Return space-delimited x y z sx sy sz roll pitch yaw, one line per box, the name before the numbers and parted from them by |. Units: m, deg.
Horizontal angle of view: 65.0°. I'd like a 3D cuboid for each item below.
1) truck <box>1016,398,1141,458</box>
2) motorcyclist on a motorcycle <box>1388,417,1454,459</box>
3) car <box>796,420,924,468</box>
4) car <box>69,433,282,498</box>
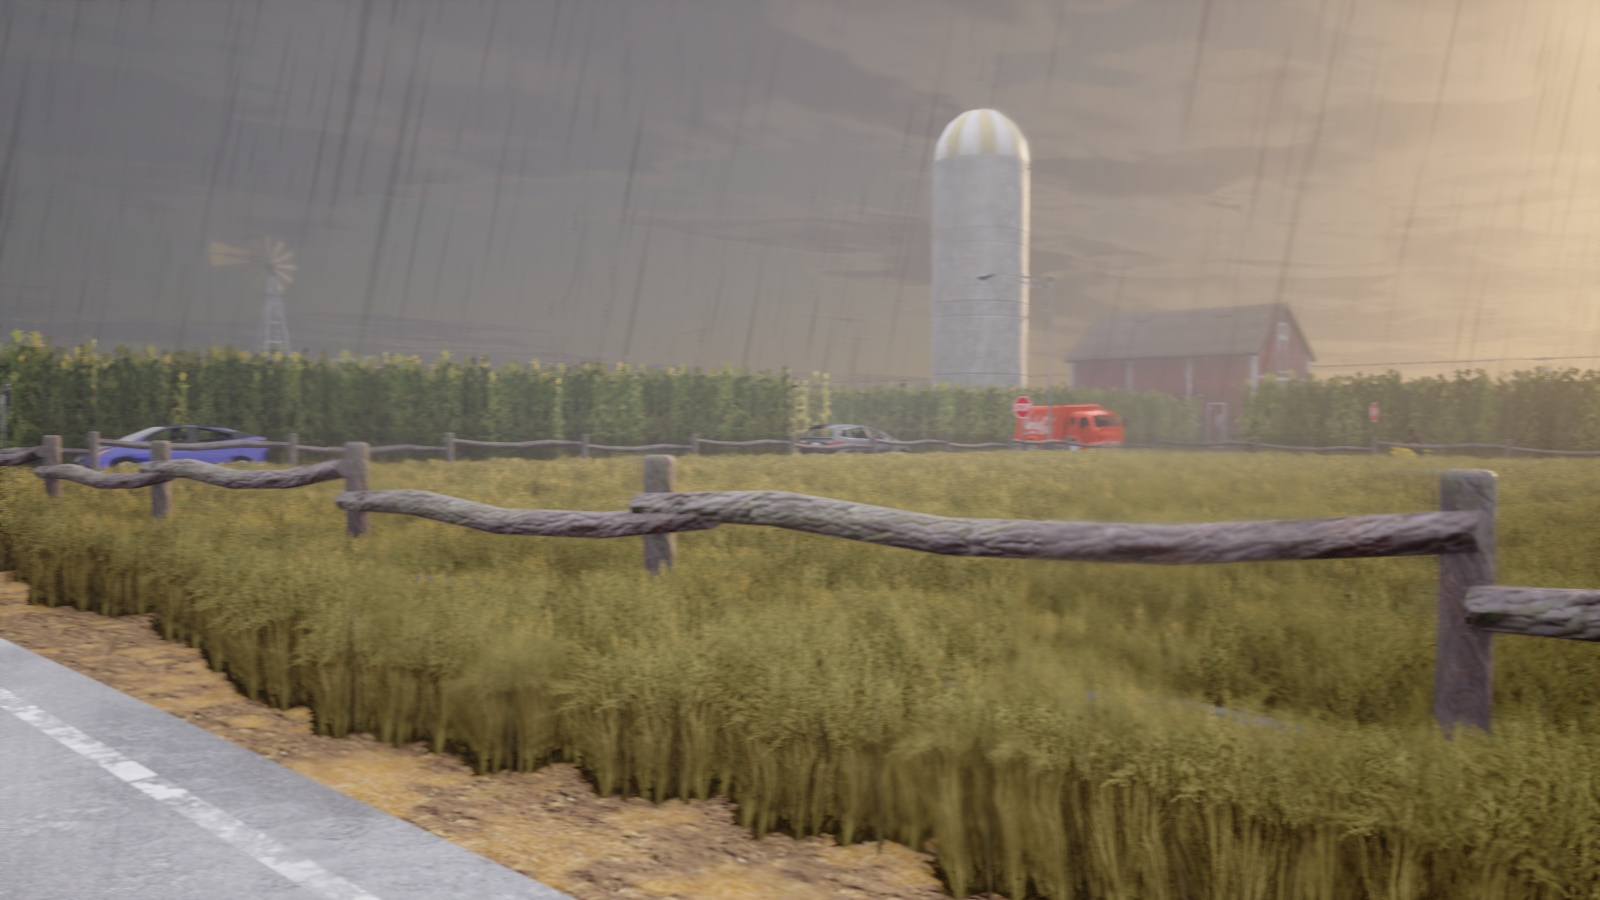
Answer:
truck | 12.222 -0.982 55.492 2.627 2.467 5.204 -2 2 -26
motorcyclist on a motorcycle | 22.993 -0.446 46.541 0.797 1.523 2.044 -2 2 -45
car | 2.275 -0.259 46.726 2.242 1.667 4.611 0 2 45
car | -16.158 0.357 32.653 2.007 1.525 4.514 0 1 45
